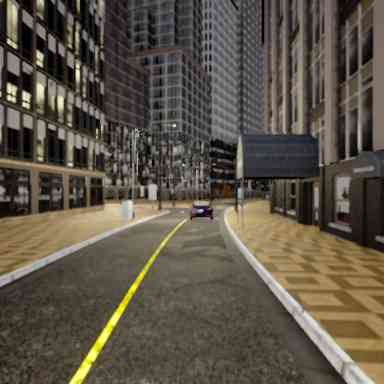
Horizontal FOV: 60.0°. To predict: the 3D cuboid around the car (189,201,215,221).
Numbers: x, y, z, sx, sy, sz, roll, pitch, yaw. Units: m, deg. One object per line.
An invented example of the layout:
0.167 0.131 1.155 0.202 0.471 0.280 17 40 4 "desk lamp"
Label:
0.890 1.525 28.295 2.163 1.488 4.792 0 0 5 "car"
